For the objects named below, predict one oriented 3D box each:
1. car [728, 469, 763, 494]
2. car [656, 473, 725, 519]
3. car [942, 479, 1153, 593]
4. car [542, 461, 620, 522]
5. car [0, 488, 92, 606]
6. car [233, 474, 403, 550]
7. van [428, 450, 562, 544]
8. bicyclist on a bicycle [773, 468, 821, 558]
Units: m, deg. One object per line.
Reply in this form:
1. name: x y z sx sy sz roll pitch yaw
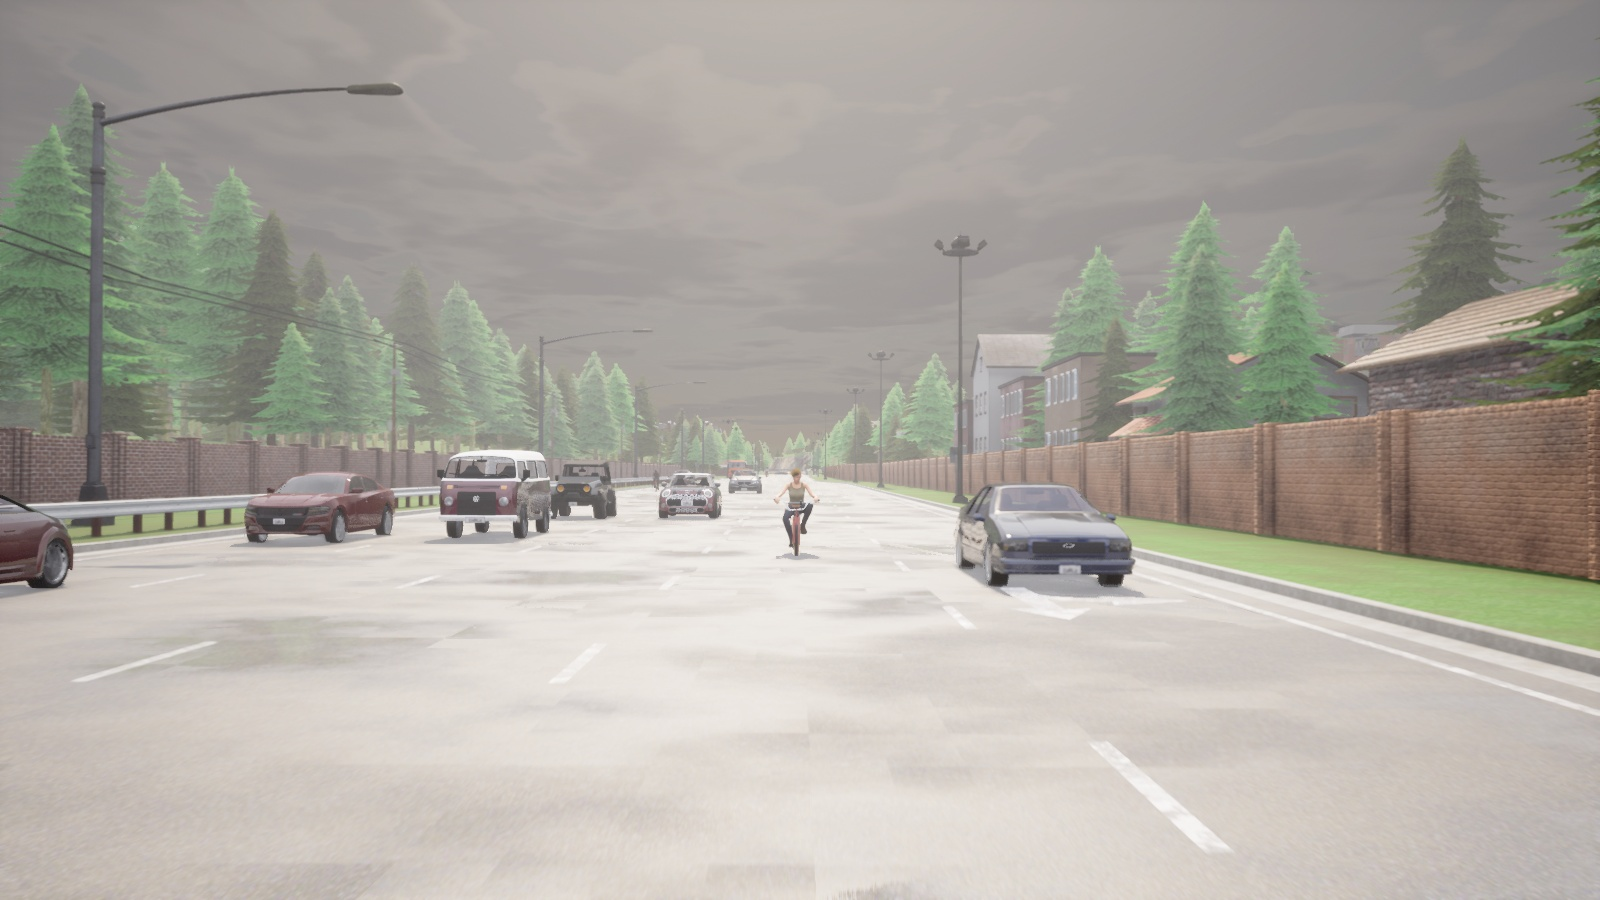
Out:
1. car: -3.714 2.114 86.061 2.242 1.667 4.611 0 -1 0
2. car: -3.604 1.495 41.835 1.970 1.475 3.806 0 -1 0
3. car: 3.456 1.161 18.678 2.033 1.411 5.357 0 -1 0
4. car: -7.103 1.327 41.081 1.905 1.878 3.866 0 -1 0
5. car: -10.537 1.169 14.827 1.994 1.385 4.181 0 -1 0
6. car: -10.570 1.303 27.975 1.882 1.535 5.008 0 -1 0
7. van: -7.075 1.062 29.620 2.069 2.038 4.480 0 -1 0
8. bicyclist on a bicycle: -0.054 1.142 23.338 0.866 1.612 1.509 0 -1 0
